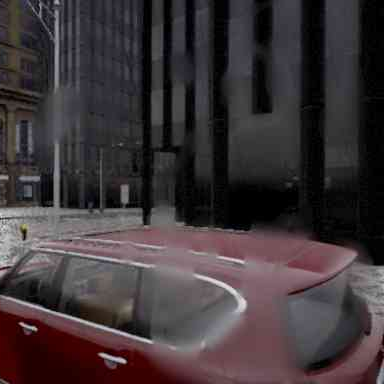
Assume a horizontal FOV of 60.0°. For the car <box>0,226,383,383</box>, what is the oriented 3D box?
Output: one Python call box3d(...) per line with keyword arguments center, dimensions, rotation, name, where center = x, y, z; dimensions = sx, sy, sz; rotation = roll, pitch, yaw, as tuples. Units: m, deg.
box3d(center=(-0.730, 1.302, 3.479), dimensions=(5.009, 1.841, 2.192), rotation=(0, 0, 35), name="car")
